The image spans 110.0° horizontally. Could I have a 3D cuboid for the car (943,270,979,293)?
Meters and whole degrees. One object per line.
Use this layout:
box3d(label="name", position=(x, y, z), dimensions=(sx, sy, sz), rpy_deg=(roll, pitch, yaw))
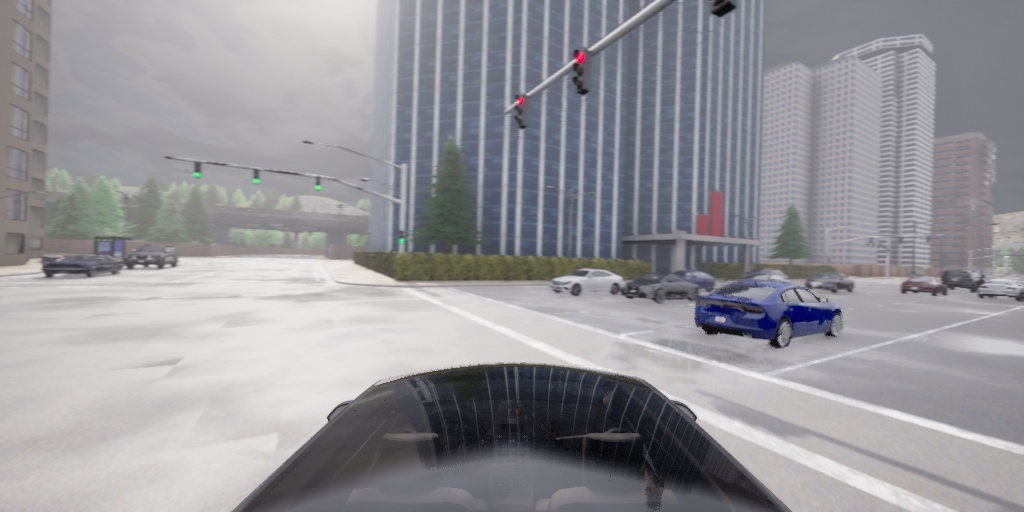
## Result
box3d(label="car", position=(43.452, 2.392, 34.606), dimensions=(5.566, 2.045, 2.150), rpy_deg=(2, 0, -30))

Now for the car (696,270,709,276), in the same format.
box3d(label="car", position=(12.236, 1.697, 25.068), dimensions=(4.674, 1.442, 1.812), rpy_deg=(2, 0, -29))

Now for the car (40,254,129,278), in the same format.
box3d(label="car", position=(-25.853, 0.568, 21.770), dimensions=(1.895, 1.301, 4.718), rpy_deg=(2, 0, -29))

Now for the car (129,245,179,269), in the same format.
box3d(label="car", position=(-31.003, 0.040, 31.112), dimensions=(2.150, 2.045, 5.566), rpy_deg=(2, 0, -29))

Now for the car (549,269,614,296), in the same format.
box3d(label="car", position=(4.350, 1.441, 20.568), dimensions=(4.674, 1.442, 1.812), rpy_deg=(2, 0, -30))

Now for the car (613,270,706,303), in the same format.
box3d(label="car", position=(7.616, 1.579, 18.403), dimensions=(4.181, 1.385, 1.994), rpy_deg=(2, 0, -30))

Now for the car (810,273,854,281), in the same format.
box3d(label="car", position=(25.197, 2.076, 28.422), dimensions=(4.902, 1.511, 2.128), rpy_deg=(2, 0, -29))

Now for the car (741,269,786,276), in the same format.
box3d(label="car", position=(16.231, 1.820, 23.314), dimensions=(4.674, 1.442, 1.812), rpy_deg=(2, 0, -30))

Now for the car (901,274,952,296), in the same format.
box3d(label="car", position=(32.674, 2.346, 28.453), dimensions=(4.674, 1.442, 1.812), rpy_deg=(2, 0, -30))

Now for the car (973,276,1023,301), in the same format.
box3d(label="car", position=(36.298, 2.456, 26.496), dimensions=(4.674, 1.442, 1.812), rpy_deg=(2, 0, -29))

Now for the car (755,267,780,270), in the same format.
box3d(label="car", position=(21.000, 1.807, 30.061), dimensions=(4.553, 1.767, 2.097), rpy_deg=(2, 0, -30))

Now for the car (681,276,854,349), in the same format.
box3d(label="car", position=(7.226, 1.468, 10.004), dimensions=(5.008, 1.535, 1.882), rpy_deg=(2, 0, -30))
